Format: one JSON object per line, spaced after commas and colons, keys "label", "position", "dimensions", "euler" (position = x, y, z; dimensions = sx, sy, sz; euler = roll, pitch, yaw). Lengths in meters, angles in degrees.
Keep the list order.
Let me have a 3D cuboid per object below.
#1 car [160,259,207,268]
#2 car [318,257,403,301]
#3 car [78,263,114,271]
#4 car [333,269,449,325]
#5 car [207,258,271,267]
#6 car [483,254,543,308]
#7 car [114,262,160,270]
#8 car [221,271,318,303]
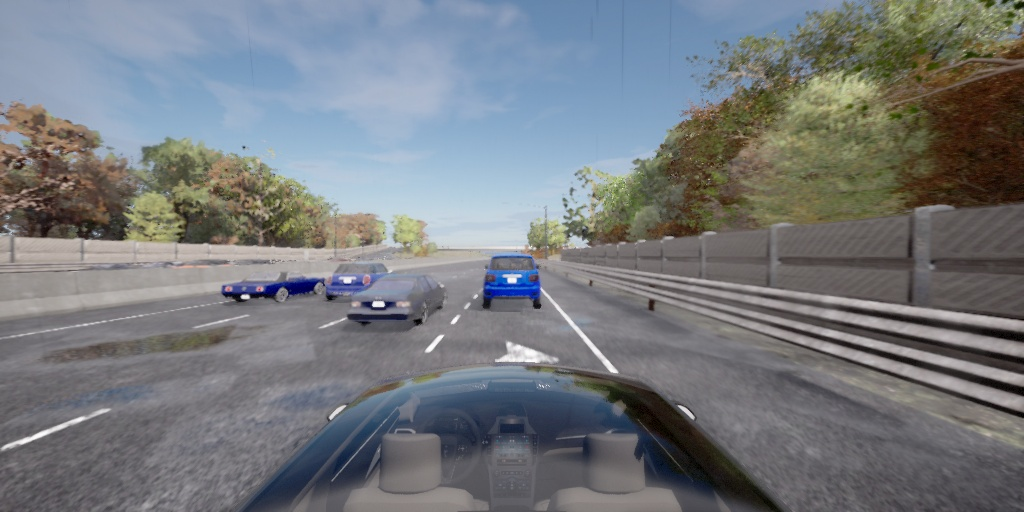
{"label": "car", "position": [-24.573, 1.036, 28.598], "dimensions": [2.097, 1.767, 4.553], "euler": [0, 0, 0]}
{"label": "car", "position": [-6.896, 1.060, 17.160], "dimensions": [2.097, 1.767, 4.553], "euler": [0, 0, 0]}
{"label": "car", "position": [-31.570, 1.250, 28.304], "dimensions": [1.994, 1.385, 4.181], "euler": [0, 0, 0]}
{"label": "car", "position": [-3.398, 1.269, 11.642], "dimensions": [2.033, 1.411, 5.357], "euler": [0, 0, 0]}
{"label": "car", "position": [-21.075, 1.037, 28.534], "dimensions": [2.097, 1.767, 4.553], "euler": [0, 0, 0]}
{"label": "car", "position": [0.004, 0.935, 15.109], "dimensions": [2.150, 2.045, 5.566], "euler": [0, 0, 0]}
{"label": "car", "position": [-28.072, 1.177, 28.847], "dimensions": [2.128, 1.511, 4.902], "euler": [0, 0, 0]}
{"label": "car", "position": [-10.394, 1.311, 16.215], "dimensions": [1.895, 1.301, 4.718], "euler": [0, 0, 0]}
